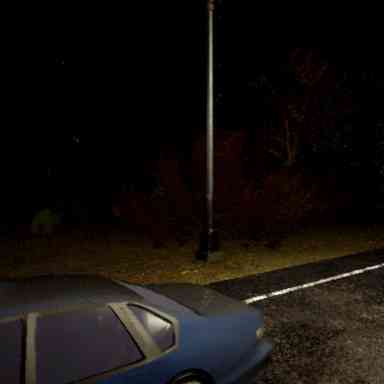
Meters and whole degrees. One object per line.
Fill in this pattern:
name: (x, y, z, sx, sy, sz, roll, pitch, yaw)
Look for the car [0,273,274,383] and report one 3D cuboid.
car: (-1.658, 1.547, 2.809, 5.357, 1.411, 2.033, 0, 0, -35)
